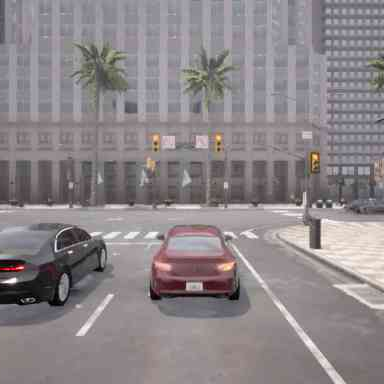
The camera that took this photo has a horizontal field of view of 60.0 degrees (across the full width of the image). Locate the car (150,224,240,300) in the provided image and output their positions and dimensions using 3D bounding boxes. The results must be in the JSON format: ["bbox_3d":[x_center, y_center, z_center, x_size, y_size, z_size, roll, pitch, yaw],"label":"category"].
[{"bbox_3d":[0.070,1.526,8.255,1.812,1.442,4.674,0,0,1],"label":"car"}]

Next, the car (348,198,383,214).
[{"bbox_3d":[19.032,1.564,34.539,4.181,1.385,1.994,0,0,0],"label":"car"}]

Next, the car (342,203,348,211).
[{"bbox_3d":[19.751,1.491,38.039,4.902,1.511,2.128,0,0,0],"label":"car"}]

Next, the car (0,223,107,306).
[{"bbox_3d":[-3.439,1.505,8.000,1.837,1.490,4.892,0,0,0],"label":"car"}]
